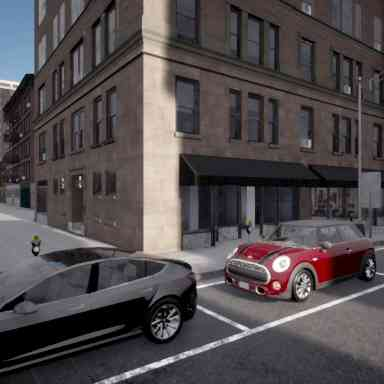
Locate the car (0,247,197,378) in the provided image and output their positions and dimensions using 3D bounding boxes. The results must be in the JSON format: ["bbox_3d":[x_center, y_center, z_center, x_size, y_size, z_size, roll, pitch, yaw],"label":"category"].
[{"bbox_3d":[-1.895,1.566,4.840,4.313,1.339,1.947,0,0,-36],"label":"car"}]

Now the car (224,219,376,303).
[{"bbox_3d":[2.707,1.440,8.172,4.097,1.590,1.967,0,0,-36],"label":"car"}]
